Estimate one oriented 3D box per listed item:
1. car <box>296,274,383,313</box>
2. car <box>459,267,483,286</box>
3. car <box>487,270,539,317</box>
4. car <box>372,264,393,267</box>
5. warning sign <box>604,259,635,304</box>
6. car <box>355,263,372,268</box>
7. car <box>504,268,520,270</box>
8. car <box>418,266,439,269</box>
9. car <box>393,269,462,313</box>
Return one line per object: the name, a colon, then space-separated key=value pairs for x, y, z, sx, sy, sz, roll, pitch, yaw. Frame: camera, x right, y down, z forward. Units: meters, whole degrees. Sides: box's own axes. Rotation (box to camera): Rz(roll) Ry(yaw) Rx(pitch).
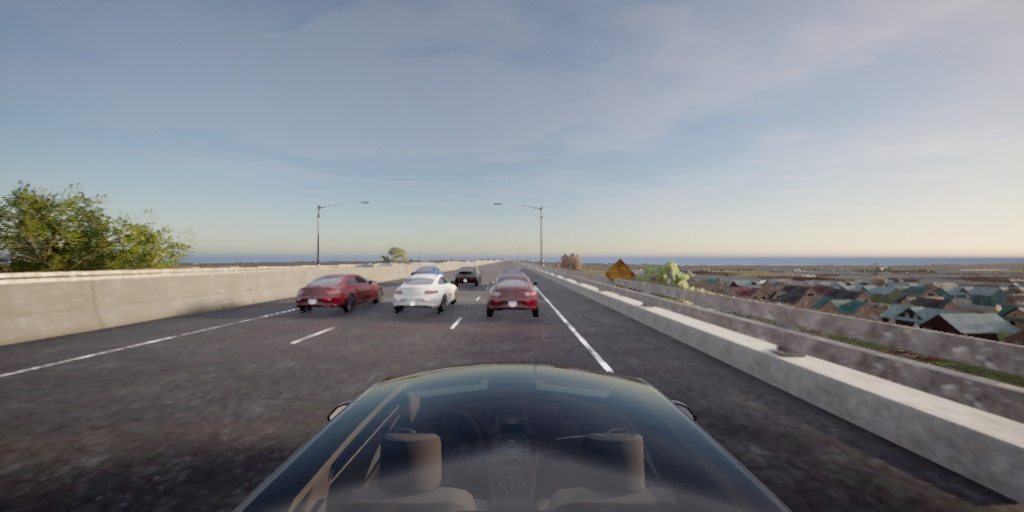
car: x=-6.956 y=1.444 z=14.837 sx=1.812 sy=1.442 sz=4.674 roll=0 pitch=0 yaw=0
car: x=-3.467 y=1.605 z=29.095 sx=1.837 sy=1.490 sz=4.892 roll=0 pitch=0 yaw=0
car: x=0.038 y=1.434 z=13.948 sx=1.812 sy=1.442 sz=4.674 roll=0 pitch=-1 yaw=0
car: x=-21.056 y=1.998 z=59.823 sx=1.812 sy=1.442 sz=4.674 roll=0 pitch=-1 yaw=1
warning sign: x=4.544 y=1.039 z=15.174 sx=1.300 sy=1.860 sz=1.060 roll=0 pitch=0 yaw=0
car: x=-24.555 y=1.965 z=59.796 sx=2.128 sy=1.511 sz=4.902 roll=0 pitch=-1 yaw=1
car: x=0.014 y=1.619 z=26.911 sx=2.033 sy=1.411 sz=5.357 roll=0 pitch=-1 yaw=0
car: x=-6.958 y=1.590 z=30.239 sx=1.882 sy=1.535 sz=5.008 roll=0 pitch=0 yaw=1
car: x=-3.455 y=1.444 z=14.832 sx=1.812 sy=1.442 sz=4.674 roll=0 pitch=0 yaw=0
